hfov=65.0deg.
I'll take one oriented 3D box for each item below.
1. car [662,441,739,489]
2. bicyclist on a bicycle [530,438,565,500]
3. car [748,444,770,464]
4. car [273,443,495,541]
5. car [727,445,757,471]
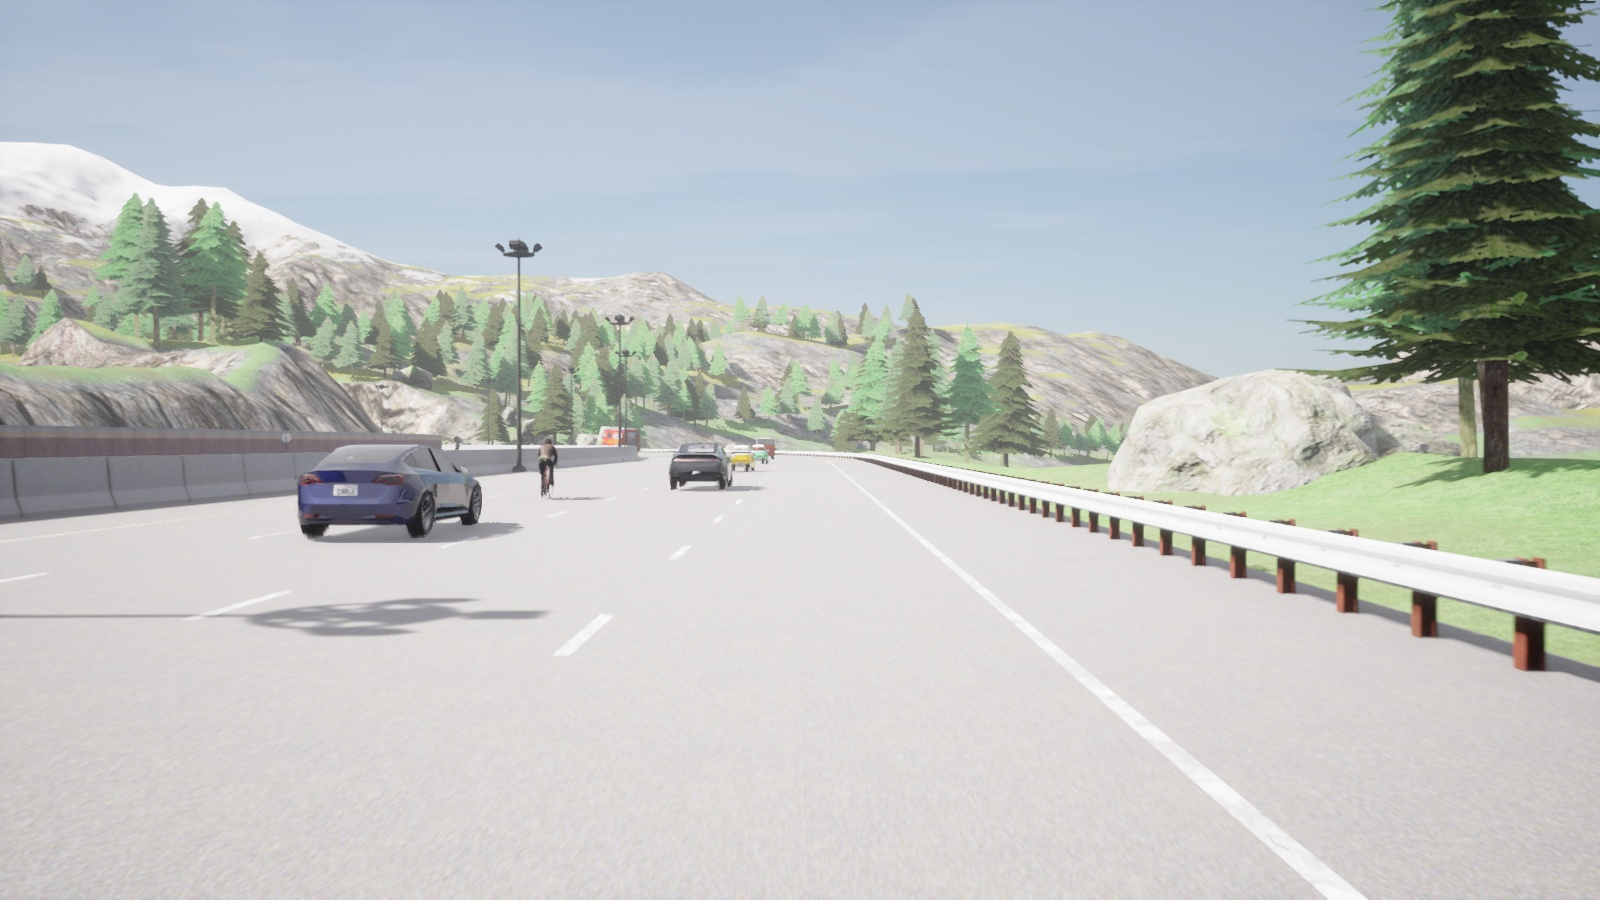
[{"bbox_3d":[-3.244,0.464,41.893,2.128,1.511,4.902,0,0,0],"label":"car"},{"bbox_3d":[-6.790,0.503,33.838,0.582,1.620,1.656,0,0,0],"label":"bicyclist on a bicycle"},{"bbox_3d":[-2.964,0.289,90.489,1.481,1.376,2.207,0,1,0],"label":"car"},{"bbox_3d":[-6.862,0.620,21.363,2.163,1.488,4.792,0,0,0],"label":"car"},{"bbox_3d":[-3.100,0.422,66.842,1.481,1.376,2.207,0,1,0],"label":"car"}]
